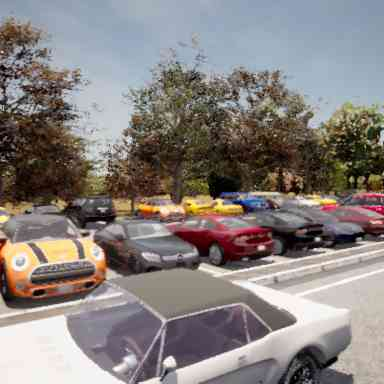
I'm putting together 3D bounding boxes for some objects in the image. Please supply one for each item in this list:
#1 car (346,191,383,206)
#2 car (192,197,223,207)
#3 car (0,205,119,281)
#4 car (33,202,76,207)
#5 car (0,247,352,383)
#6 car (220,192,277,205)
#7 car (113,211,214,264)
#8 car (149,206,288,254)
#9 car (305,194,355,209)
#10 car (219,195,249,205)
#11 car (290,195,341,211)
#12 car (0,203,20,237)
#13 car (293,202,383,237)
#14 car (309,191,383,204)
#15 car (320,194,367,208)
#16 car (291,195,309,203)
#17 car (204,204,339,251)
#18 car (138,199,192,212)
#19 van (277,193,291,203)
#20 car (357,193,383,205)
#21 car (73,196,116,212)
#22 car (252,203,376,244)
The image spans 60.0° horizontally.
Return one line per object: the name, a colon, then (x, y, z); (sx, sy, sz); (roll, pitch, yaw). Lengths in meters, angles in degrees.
car: (22.824, 0.809, 43.371); (2.185, 1.767, 4.553); (-1, 1, -35)
car: (-0.112, 1.414, 27.370); (2.097, 1.535, 5.008); (-1, 1, -35)
car: (-3.928, 1.422, 8.788); (2.185, 1.767, 4.553); (0, 0, -35)
car: (-9.261, 1.534, 20.987); (2.097, 1.535, 5.008); (0, 0, -35)
car: (-0.503, 1.599, 3.323); (4.718, 1.301, 1.895); (0, 0, -35)
car: (4.563, 1.067, 30.610); (2.435, 2.045, 5.566); (-1, 1, -35)
car: (-1.626, 1.578, 10.362); (2.002, 1.452, 4.674); (-1, 0, -35)
car: (0.665, 1.519, 11.953); (2.097, 1.535, 5.008); (-1, 0, -35)
car: (15.958, 1.082, 38.618); (2.231, 1.521, 4.892); (-1, 1, -35)
car: (2.162, 1.362, 29.192); (1.946, 1.575, 5.366); (-1, 1, -35)
car: (13.676, 1.129, 37.021); (2.097, 1.535, 5.008); (-1, 1, -35)
car: (-11.438, 1.541, 19.232); (1.946, 1.575, 5.366); (0, 0, -35)
car: (7.516, 1.456, 16.747); (2.002, 1.452, 4.674); (-1, 1, -35)
car: (9.775, 1.118, 18.363); (2.435, 2.045, 5.566); (-1, 1, -35)
car: (18.226, 1.062, 40.230); (2.163, 1.488, 4.792); (-1, 1, -35)
car: (11.396, 1.217, 35.424); (2.002, 1.452, 4.674); (-1, 1, -35)
car: (2.950, 1.493, 13.552); (2.097, 1.535, 5.008); (-1, 0, -35)
car: (-2.417, 1.331, 25.803); (2.185, 1.767, 4.553); (-1, 0, -35)
van: (6.896, 1.046, 32.133); (1.878, 1.987, 4.442); (-1, 1, -35)
car: (25.090, 0.925, 44.996); (2.002, 1.452, 4.674); (-1, 1, -35)
car: (-6.990, 1.265, 22.603); (2.435, 2.045, 5.566); (-1, 0, -35)
car: (5.248, 1.488, 15.129); (2.163, 1.488, 4.792); (-1, 1, -35)
